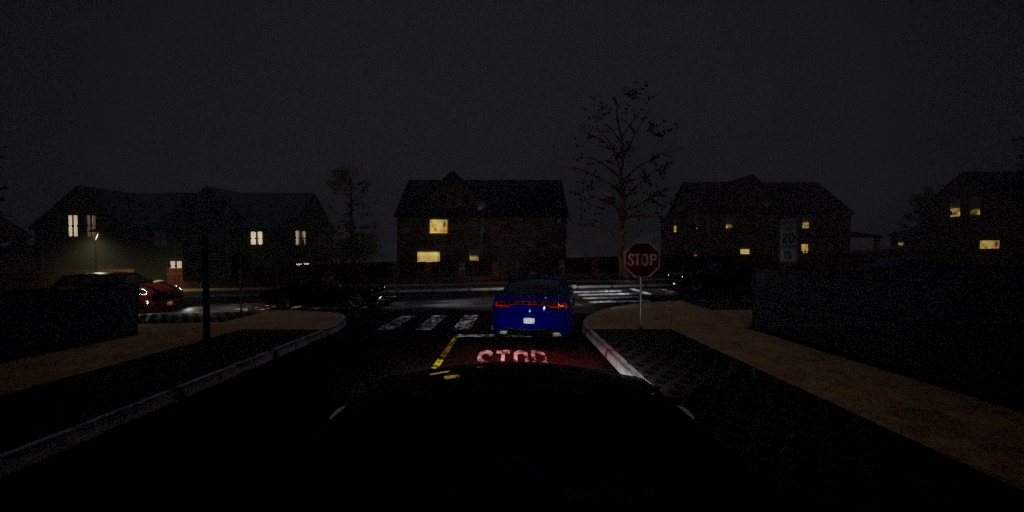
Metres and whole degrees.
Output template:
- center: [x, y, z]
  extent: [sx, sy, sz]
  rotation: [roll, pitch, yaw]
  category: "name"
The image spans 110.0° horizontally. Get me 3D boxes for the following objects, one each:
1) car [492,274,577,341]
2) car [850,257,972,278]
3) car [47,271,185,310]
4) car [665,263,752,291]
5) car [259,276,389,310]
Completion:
- center: [0.781, 1.226, 10.061]
  extent: [1.882, 1.535, 5.008]
  rotation: [0, 0, 10]
  category: "car"
- center: [20.047, 0.753, 18.243]
  extent: [5.357, 1.411, 2.033]
  rotation: [-1, 1, 0]
  category: "car"
- center: [-16.807, 1.472, 15.251]
  extent: [4.553, 1.767, 2.097]
  rotation: [-1, 1, 0]
  category: "car"
- center: [10.401, 1.034, 18.201]
  extent: [4.718, 1.301, 1.895]
  rotation: [-1, 1, -1]
  category: "car"
- center: [-7.819, 1.506, 15.264]
  extent: [4.718, 1.301, 1.895]
  rotation: [-1, 1, 0]
  category: "car"
